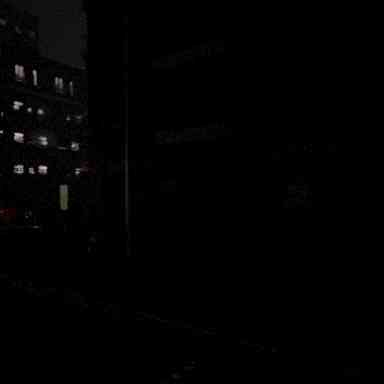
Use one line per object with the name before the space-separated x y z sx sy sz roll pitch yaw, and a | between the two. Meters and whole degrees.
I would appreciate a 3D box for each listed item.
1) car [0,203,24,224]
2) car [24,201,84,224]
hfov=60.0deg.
car | -17.814 1.908 28.774 2.192 1.841 5.009 -2 -2 35
car | -12.861 1.870 31.321 2.150 2.045 5.566 -1 -2 35
